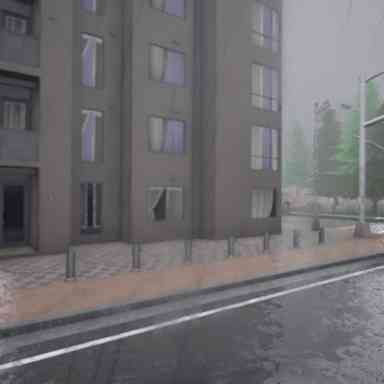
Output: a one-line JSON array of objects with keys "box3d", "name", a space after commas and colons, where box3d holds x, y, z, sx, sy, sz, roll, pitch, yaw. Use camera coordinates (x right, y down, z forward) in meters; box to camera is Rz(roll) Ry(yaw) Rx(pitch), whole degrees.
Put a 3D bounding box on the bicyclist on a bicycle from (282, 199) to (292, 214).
[{"box3d": [10.379, 1.562, 36.430, 1.656, 1.620, 0.582, 0, 0, -35], "name": "bicyclist on a bicycle"}]
